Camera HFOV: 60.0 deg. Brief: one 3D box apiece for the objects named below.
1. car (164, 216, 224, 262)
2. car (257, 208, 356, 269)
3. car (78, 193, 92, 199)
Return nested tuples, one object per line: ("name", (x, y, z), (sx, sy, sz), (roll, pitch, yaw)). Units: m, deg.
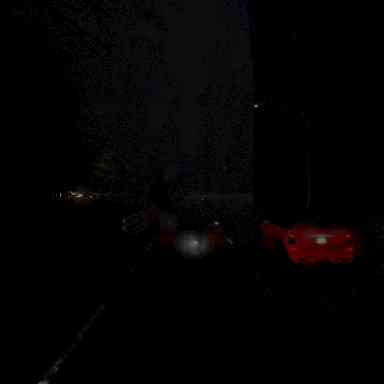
("car", (0.071, 1.564, 12.182), (1.994, 1.385, 4.181), (0, 0, 0))
("car", (3.565, 1.351, 11.245), (2.097, 1.767, 4.553), (0, 0, 0))
("car", (-26.920, 1.038, 83.661), (4.674, 1.442, 1.812), (1, 1, 44))
